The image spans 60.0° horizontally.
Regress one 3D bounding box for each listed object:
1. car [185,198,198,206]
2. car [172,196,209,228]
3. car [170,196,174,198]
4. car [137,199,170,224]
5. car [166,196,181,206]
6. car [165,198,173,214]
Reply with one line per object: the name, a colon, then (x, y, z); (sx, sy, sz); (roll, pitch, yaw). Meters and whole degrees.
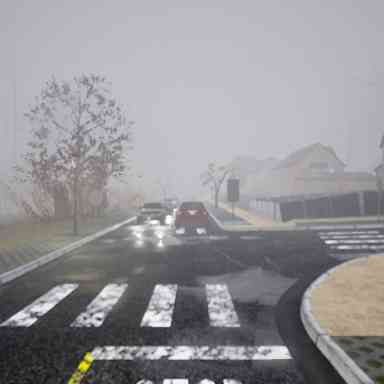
car: (-0.074, 1.592, 54.125); (1.895, 1.301, 4.718); (0, 0, 0)
car: (0.017, 1.340, 22.303); (2.097, 1.767, 4.553); (0, 0, 0)
car: (-2.990, 1.514, 44.293); (1.812, 1.442, 4.674); (0, 0, 1)
car: (-2.927, 1.514, 24.856); (1.812, 1.442, 4.674); (0, 0, 0)
car: (-2.981, 1.483, 54.701); (2.128, 1.511, 4.902); (0, 0, 0)
car: (-2.958, 1.588, 34.514); (1.895, 1.301, 4.718); (0, 0, 0)
